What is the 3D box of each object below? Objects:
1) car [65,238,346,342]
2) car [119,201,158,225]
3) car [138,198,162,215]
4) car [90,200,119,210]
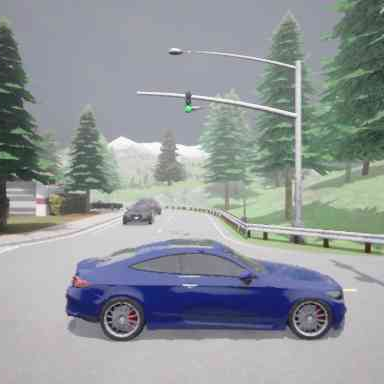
[{"bbox_3d":[0.229,1.588,5.886,4.674,1.442,1.812,1,0,-1],"label":"car"},{"bbox_3d":[-3.805,1.579,24.376,1.994,1.385,4.181,0,0,-2],"label":"car"},{"bbox_3d":[-4.570,1.373,34.172,2.097,1.767,4.553,0,0,-19],"label":"car"},{"bbox_3d":[-11.089,1.634,41.957,4.718,1.301,1.895,0,0,15],"label":"car"}]
